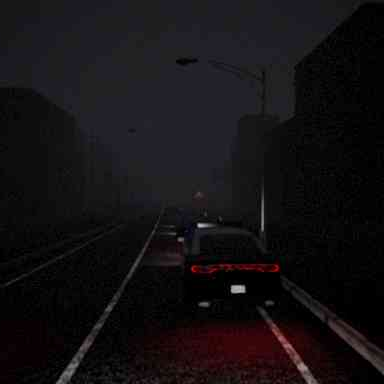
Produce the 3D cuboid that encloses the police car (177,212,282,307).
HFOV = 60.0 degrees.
[{"bbox_3d":[0.678,1.528,8.349,1.930,1.638,5.238,0,-1,-3],"label":"police car"}]

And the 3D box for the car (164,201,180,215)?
[{"bbox_3d":[-2.666,2.251,44.912,2.128,1.511,4.902,0,-1,-4],"label":"car"}]

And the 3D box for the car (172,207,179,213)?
[{"bbox_3d":[-0.353,2.066,24.289,1.812,1.442,4.674,0,-2,-4],"label":"car"}]

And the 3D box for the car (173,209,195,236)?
[{"bbox_3d":[0.061,1.875,18.294,1.812,1.442,4.674,0,-2,-4],"label":"car"}]

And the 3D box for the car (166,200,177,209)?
[{"bbox_3d":[-3.626,2.185,58.657,1.895,1.301,4.718,0,2,-4],"label":"car"}]
